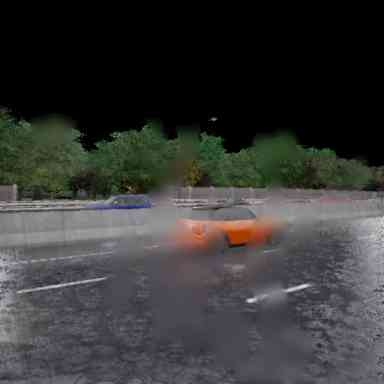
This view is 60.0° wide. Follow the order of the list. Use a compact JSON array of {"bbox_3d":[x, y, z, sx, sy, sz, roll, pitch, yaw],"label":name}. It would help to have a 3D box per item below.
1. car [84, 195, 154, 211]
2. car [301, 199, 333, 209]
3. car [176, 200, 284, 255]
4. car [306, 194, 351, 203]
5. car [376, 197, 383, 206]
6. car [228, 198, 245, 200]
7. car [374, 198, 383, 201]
[{"bbox_3d":[-5.601,1.264,25.851,5.566,2.045,2.150,0,0,-36],"label":"car"},{"bbox_3d":[17.672,1.657,46.919,4.674,1.442,1.812,1,-1,-35],"label":"car"},{"bbox_3d":[1.678,1.371,13.594,4.553,1.767,2.097,0,0,-36],"label":"car"},{"bbox_3d":[15.301,1.284,36.601,5.566,2.045,2.150,0,0,-36],"label":"car"},{"bbox_3d":[38.876,1.898,66.431,4.553,1.767,2.097,1,-1,-36],"label":"car"},{"bbox_3d":[5.341,1.565,42.366,4.892,1.490,1.837,0,0,-36],"label":"car"},{"bbox_3d":[28.896,1.741,50.666,4.902,1.511,2.128,1,-1,-35],"label":"car"}]
